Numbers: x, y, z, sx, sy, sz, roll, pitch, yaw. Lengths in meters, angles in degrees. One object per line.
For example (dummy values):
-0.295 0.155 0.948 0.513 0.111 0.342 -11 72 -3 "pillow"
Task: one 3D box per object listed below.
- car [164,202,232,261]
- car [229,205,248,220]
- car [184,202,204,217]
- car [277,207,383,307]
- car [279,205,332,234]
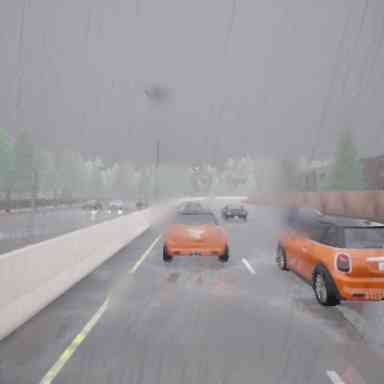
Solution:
0.123 1.430 12.720 2.097 1.767 4.553 0 0 0 "car"
3.664 1.791 29.634 1.895 1.301 4.718 0 0 0 "car"
0.177 1.783 35.486 1.994 1.385 4.181 0 0 0 "car"
3.616 1.411 8.287 2.097 1.767 4.553 0 0 0 "car"
7.144 1.673 21.413 1.812 1.442 4.674 0 0 0 "car"
